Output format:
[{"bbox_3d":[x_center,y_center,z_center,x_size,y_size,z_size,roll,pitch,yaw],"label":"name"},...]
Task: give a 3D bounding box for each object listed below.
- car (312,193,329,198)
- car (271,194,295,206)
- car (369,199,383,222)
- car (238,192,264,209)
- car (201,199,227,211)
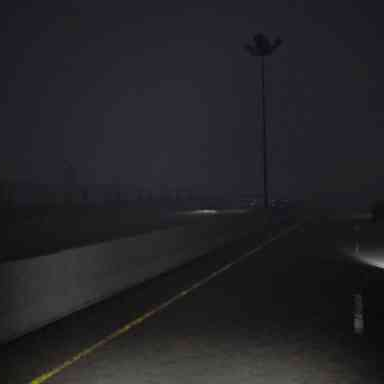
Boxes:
[{"bbox_3d":[28.399,0.926,73.727,4.718,1.301,1.895,-1,0,-41],"label":"car"},{"bbox_3d":[11.824,1.131,42.981,2.097,1.767,4.553,-1,0,31],"label":"car"},{"bbox_3d":[13.456,1.206,23.054,1.882,1.535,5.008,-1,0,26],"label":"car"},{"bbox_3d":[7.767,1.093,42.976,2.150,2.045,5.566,-1,0,29],"label":"car"},{"bbox_3d":[2.717,1.540,40.936,1.994,1.385,4.181,-1,0,28],"label":"car"}]
